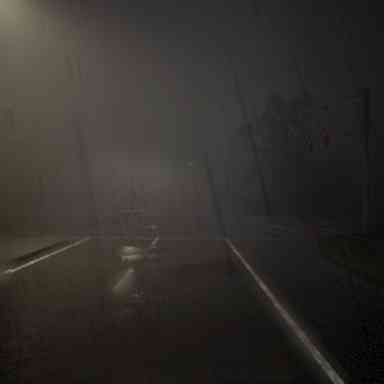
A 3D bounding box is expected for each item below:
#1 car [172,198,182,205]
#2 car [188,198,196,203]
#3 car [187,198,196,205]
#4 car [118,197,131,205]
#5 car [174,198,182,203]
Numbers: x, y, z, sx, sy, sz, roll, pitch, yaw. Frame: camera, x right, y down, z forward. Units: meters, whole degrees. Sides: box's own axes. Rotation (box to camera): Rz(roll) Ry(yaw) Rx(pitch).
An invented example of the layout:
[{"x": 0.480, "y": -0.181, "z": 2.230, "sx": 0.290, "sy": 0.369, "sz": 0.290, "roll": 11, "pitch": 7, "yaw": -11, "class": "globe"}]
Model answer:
[{"x": -3.536, "y": 2.114, "z": 75.361, "sx": 2.128, "sy": 1.511, "sz": 4.902, "roll": 0, "pitch": 0, "yaw": 0, "class": "car"}, {"x": -0.042, "y": 2.218, "z": 87.029, "sx": 1.994, "sy": 1.385, "sz": 4.181, "roll": 0, "pitch": 0, "yaw": 0, "class": "car"}, {"x": -0.036, "y": 2.080, "z": 75.780, "sx": 1.882, "sy": 1.535, "sz": 5.008, "roll": 0, "pitch": 0, "yaw": 0, "class": "car"}, {"x": -15.035, "y": 1.917, "z": 74.202, "sx": 2.097, "sy": 1.767, "sz": 4.553, "roll": 0, "pitch": 0, "yaw": 0, "class": "car"}, {"x": -3.542, "y": 2.253, "z": 87.057, "sx": 1.895, "sy": 1.301, "sz": 4.718, "roll": 0, "pitch": 0, "yaw": 0, "class": "car"}]
